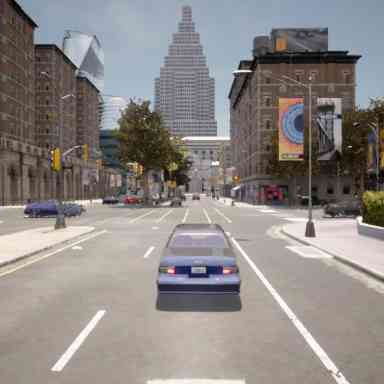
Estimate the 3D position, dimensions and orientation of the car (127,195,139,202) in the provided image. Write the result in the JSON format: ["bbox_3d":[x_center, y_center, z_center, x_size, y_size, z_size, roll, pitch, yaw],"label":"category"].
[{"bbox_3d":[-14.021,1.478,78.851,1.882,1.535,5.008,0,0,1],"label":"car"}]

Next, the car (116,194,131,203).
[{"bbox_3d":[-14.149,1.355,68.752,2.097,1.767,4.553,0,0,1],"label":"car"}]

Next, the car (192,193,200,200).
[{"bbox_3d":[1.121,1.350,89.984,2.097,1.767,4.553,0,0,1],"label":"car"}]

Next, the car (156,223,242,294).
[{"bbox_3d":[0.172,1.547,8.905,2.033,1.411,5.357,0,0,1],"label":"car"}]

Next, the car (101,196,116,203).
[{"bbox_3d":[-17.385,1.595,69.799,1.895,1.301,4.718,0,0,1],"label":"car"}]

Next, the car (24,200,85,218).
[{"bbox_3d":[-12.242,1.525,29.226,4.674,1.442,1.812,0,0,0],"label":"car"}]

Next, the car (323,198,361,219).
[{"bbox_3d":[14.078,1.505,29.040,4.892,1.490,1.837,0,0,0],"label":"car"}]

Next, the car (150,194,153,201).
[{"bbox_3d":[-10.511,1.355,79.611,2.097,1.767,4.553,0,0,1],"label":"car"}]

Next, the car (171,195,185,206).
[{"bbox_3d":[-2.609,1.547,55.906,2.033,1.411,5.357,0,0,-1],"label":"car"}]

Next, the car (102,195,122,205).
[{"bbox_3d":[-14.349,1.601,58.646,1.895,1.301,4.718,0,0,1],"label":"car"}]

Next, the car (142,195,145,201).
[{"bbox_3d":[-10.638,1.500,69.623,1.837,1.490,4.892,0,0,1],"label":"car"}]

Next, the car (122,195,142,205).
[{"bbox_3d":[-10.830,1.478,59.827,1.882,1.535,5.008,0,0,1],"label":"car"}]
